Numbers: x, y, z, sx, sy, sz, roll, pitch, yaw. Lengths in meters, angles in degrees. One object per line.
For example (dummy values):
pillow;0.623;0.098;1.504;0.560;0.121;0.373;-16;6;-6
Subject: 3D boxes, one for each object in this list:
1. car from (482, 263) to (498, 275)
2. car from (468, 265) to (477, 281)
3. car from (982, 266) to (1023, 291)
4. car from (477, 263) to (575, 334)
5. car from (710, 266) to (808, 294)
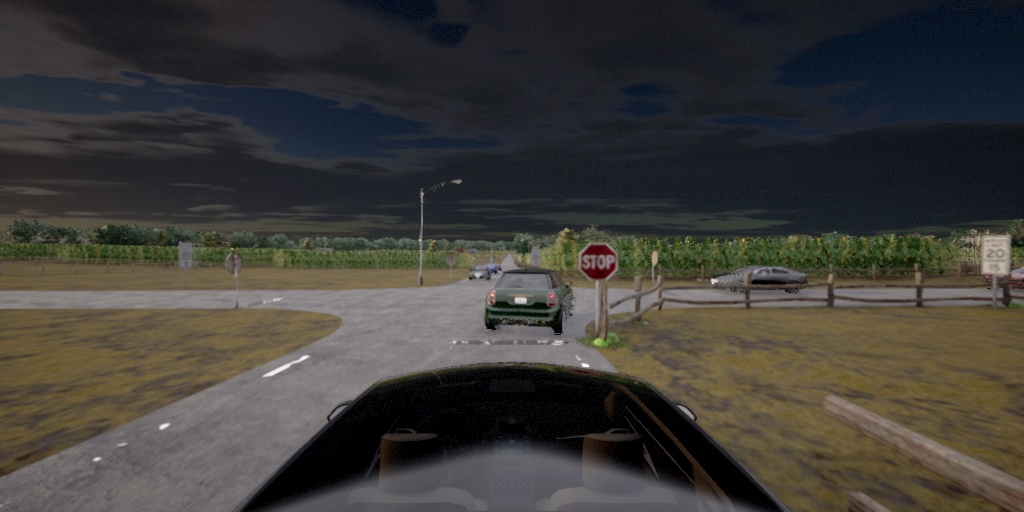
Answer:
car;-3.053;1.765;49.894;1.882;1.535;5.008;0;-1;0
car;-2.988;1.561;33.941;2.128;1.511;4.902;0;-1;0
car;29.830;1.279;20.282;5.008;1.535;1.882;0;1;0
car;0.745;1.166;11.141;2.097;1.767;4.553;0;-1;14
car;13.775;1.310;20.191;4.902;1.511;2.128;0;1;0
